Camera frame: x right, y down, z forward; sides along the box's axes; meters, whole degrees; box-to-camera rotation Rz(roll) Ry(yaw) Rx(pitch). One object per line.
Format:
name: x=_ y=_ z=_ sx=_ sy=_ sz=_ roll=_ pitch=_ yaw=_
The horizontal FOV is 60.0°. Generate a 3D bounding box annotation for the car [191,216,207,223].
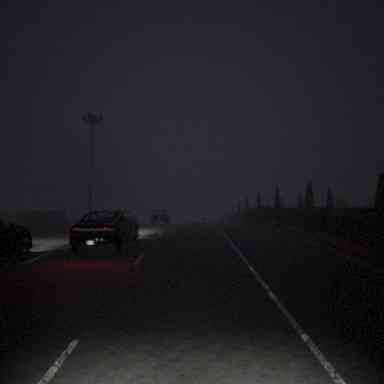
car: x=1.209 y=4.255 z=49.292 sx=1.812 sy=1.442 sz=4.674 roll=0 pitch=-7 yaw=0

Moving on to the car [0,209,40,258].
car: x=-6.903 y=1.349 z=10.317 sx=2.097 sy=1.767 sz=4.553 roll=0 pitch=0 yaw=0

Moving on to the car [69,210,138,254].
car: x=-3.404 y=1.495 z=13.564 sx=2.128 sy=1.511 sz=4.902 roll=0 pitch=0 yaw=0

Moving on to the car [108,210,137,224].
car: x=-6.911 y=2.520 z=33.576 sx=1.895 sy=1.301 sz=4.718 roll=0 pitch=-5 yaw=0

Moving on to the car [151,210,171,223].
car: x=-3.412 y=2.733 z=36.972 sx=2.128 sy=1.511 sz=4.902 roll=0 pitch=-6 yaw=0

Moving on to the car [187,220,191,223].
car: x=-0.021 y=6.555 z=67.920 sx=1.837 sy=1.490 sz=4.892 roll=0 pitch=-7 yaw=0

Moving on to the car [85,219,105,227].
car: x=-17.534 y=5.708 z=60.608 sx=2.033 sy=1.411 sz=5.357 roll=0 pitch=-7 yaw=0
